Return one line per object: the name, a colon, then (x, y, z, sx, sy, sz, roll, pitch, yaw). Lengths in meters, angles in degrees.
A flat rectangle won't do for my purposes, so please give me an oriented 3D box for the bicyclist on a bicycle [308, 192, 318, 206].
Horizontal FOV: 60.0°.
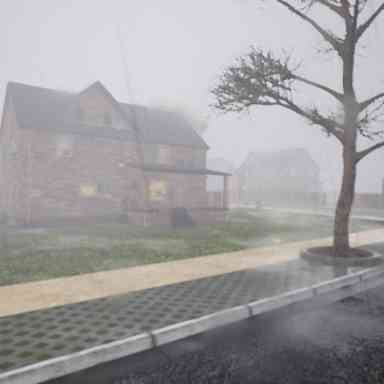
bicyclist on a bicycle: (13.573, 0.820, 37.259, 1.656, 1.620, 0.582, 0, 1, -29)
